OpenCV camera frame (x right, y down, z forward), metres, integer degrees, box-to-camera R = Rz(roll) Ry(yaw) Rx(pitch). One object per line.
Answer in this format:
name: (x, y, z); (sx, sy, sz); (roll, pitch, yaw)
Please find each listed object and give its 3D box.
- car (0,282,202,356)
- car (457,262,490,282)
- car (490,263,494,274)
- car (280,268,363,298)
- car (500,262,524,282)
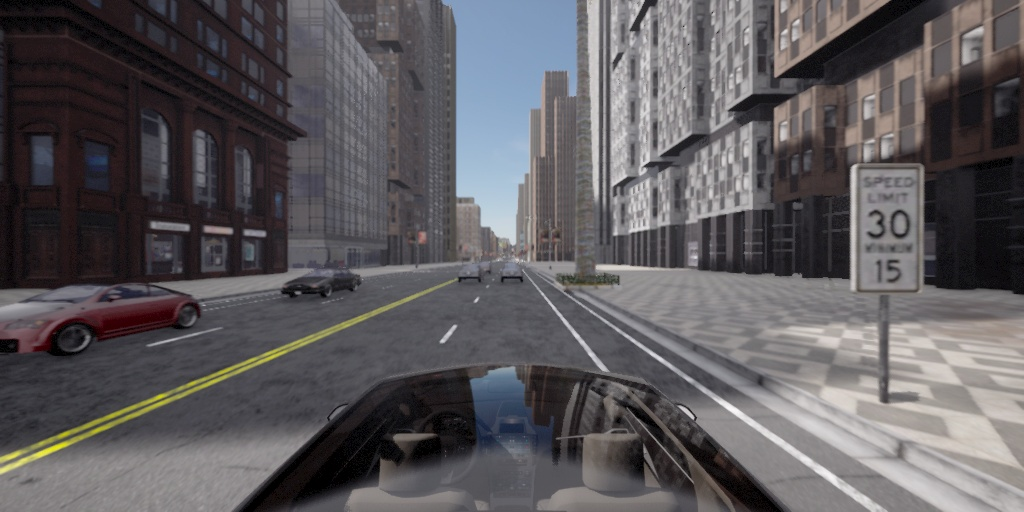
car: (-9.857, 1.323, 8.500); (1.994, 1.385, 4.181); (0, 0, -1)
car: (-3.249, 1.349, 29.311); (2.033, 1.411, 5.357); (0, 0, 0)
car: (-3.225, 1.387, 42.318); (2.033, 1.411, 5.357); (0, 0, 0)
car: (-9.844, 1.325, 19.149); (2.033, 1.411, 5.357); (0, 0, 0)
car: (0.005, 1.350, 29.737); (2.033, 1.411, 5.357); (0, 0, 0)
